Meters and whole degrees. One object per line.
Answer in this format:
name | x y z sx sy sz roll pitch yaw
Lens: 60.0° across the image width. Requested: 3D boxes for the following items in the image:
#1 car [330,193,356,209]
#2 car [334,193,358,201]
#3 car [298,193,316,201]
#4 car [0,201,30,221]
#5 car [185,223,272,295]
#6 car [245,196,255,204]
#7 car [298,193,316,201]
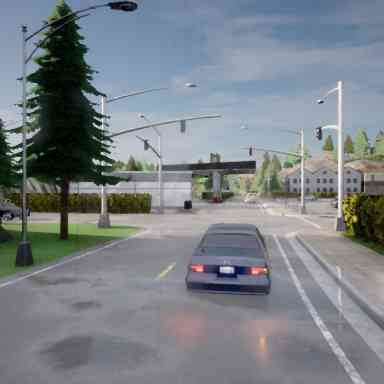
car | 20.262 1.330 42.355 5.027 1.636 2.152 0 0 10
car | 34.568 1.097 74.643 4.605 1.855 1.932 0 0 10
car | 27.398 1.077 79.257 3.866 1.878 1.905 0 0 10
car | -15.737 1.492 27.210 4.902 1.511 2.128 0 0 10
car | 1.093 1.547 8.884 2.033 1.411 5.357 0 0 10
car | 11.231 1.526 64.763 1.812 1.442 4.674 0 0 10
car | 26.214 1.361 76.091 3.806 1.475 1.970 0 0 10
